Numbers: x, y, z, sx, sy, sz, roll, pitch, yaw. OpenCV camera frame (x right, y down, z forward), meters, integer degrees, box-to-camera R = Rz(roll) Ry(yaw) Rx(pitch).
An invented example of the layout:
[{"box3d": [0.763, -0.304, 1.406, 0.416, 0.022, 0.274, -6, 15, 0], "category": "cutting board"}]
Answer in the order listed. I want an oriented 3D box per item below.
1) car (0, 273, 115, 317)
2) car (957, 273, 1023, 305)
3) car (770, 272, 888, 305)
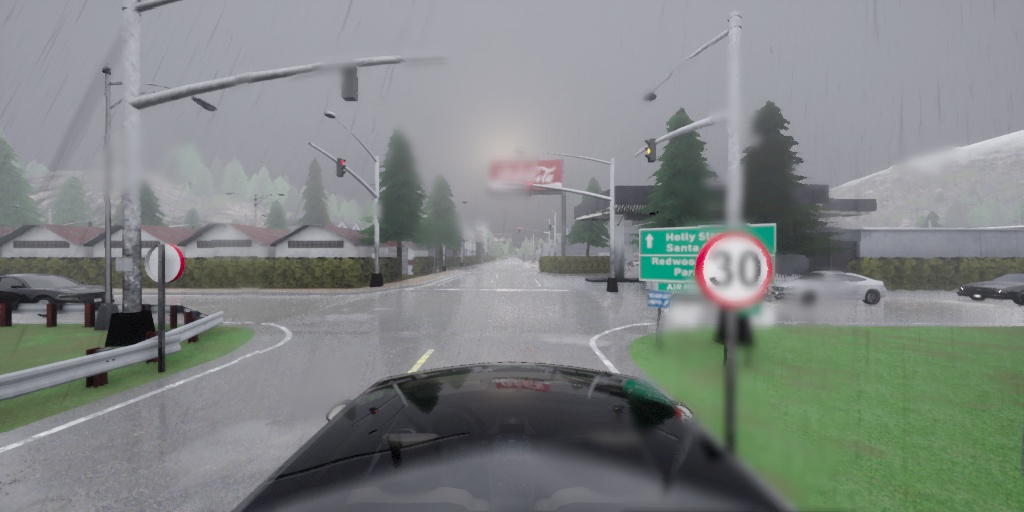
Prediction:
[{"box3d": [-18.340, 1.419, 13.757, 5.008, 1.535, 1.882, 0, 0, 1], "category": "car"}, {"box3d": [24.513, 1.489, 16.797, 5.357, 1.411, 2.033, 0, 0, 1], "category": "car"}, {"box3d": [14.858, 1.467, 16.924, 4.674, 1.442, 1.812, 0, 0, 0], "category": "car"}]
